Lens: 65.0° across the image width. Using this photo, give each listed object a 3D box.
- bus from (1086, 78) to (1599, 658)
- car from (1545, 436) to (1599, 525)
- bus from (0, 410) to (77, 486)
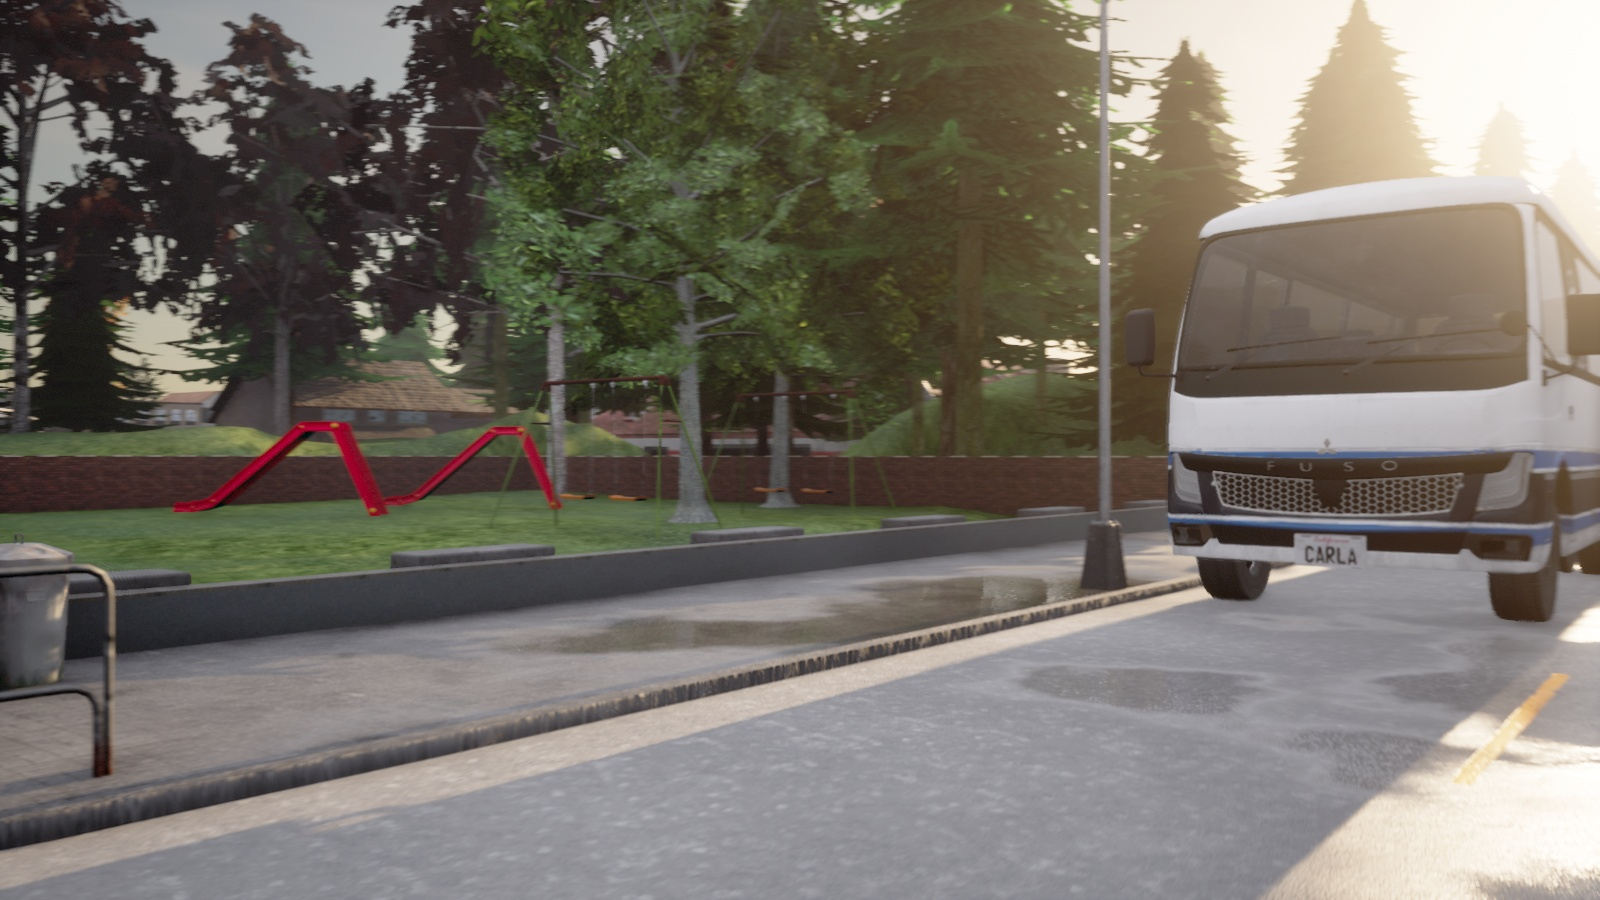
[{"bbox_3d":[7.393,-0.584,14.463,3.944,4.253,10.273,0,0,38],"label":"bus"},{"bbox_3d":[18.077,0.641,27.997,1.932,1.855,4.605,0,0,38],"label":"car"},{"bbox_3d":[-47.362,-0.104,71.245,3.944,4.253,10.273,0,0,36],"label":"bus"}]
